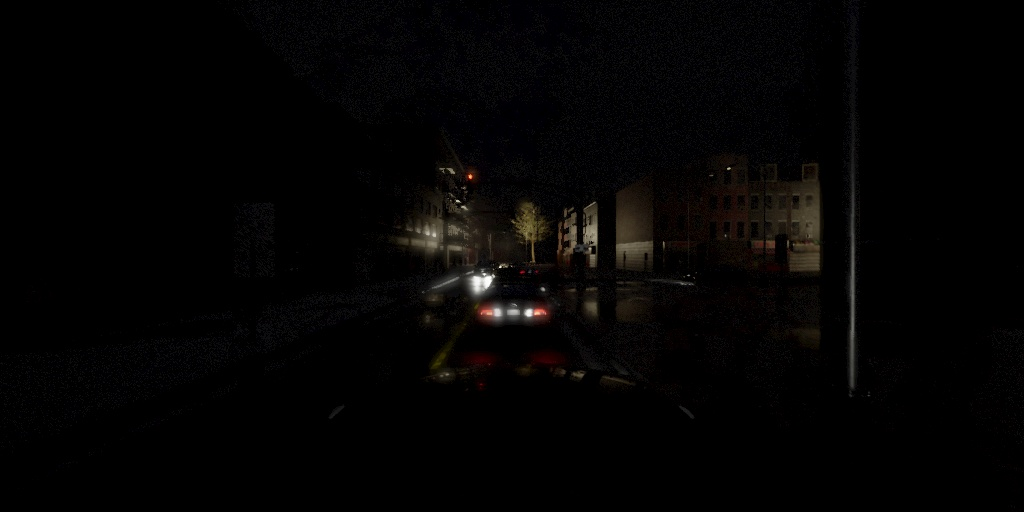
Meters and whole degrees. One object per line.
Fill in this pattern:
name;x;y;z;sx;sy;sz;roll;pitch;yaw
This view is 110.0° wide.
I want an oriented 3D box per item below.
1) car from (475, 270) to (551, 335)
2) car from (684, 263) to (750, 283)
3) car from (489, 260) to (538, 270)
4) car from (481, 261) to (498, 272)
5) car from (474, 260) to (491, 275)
car;0.046;1.297;10.448;2.033;1.411;5.357;0;0;0
car;14.846;1.223;26.064;4.181;1.385;1.994;0;0;0
car;0.263;1.300;30.066;2.033;1.411;5.357;0;0;-27
car;-2.942;1.331;47.778;1.994;1.385;4.181;0;0;0
car;-2.917;1.250;37.946;2.128;1.511;4.902;0;0;0
